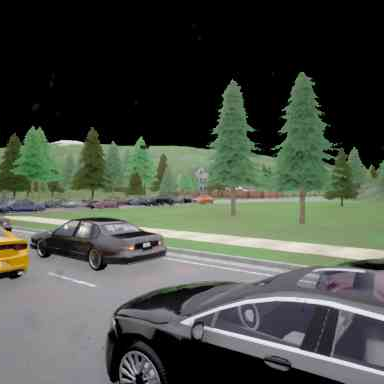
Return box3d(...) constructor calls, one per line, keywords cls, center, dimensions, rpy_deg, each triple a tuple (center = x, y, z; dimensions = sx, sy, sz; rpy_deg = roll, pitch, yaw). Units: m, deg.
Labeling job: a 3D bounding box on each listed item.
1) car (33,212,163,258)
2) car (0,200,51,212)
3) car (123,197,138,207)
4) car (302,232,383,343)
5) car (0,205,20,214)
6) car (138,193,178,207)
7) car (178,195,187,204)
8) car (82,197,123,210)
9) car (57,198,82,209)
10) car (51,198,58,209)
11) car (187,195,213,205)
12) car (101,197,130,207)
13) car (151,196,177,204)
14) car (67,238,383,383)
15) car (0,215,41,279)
box3d(cls="car", center=(-3.266, 1.547, 10.977), dimensions=(5.357, 1.411, 2.033), rpy_deg=(0, 0, 38))
box3d(cls="car", center=(-18.281, 1.548, 35.166), dimensions=(2.033, 1.411, 5.357), rpy_deg=(0, 0, 38))
box3d(cls="car", center=(-8.664, 1.563, 52.911), dimensions=(1.994, 1.385, 4.181), rpy_deg=(0, 0, 39))
box3d(cls="car", center=(4.161, 1.564, 5.220), dimensions=(4.181, 1.385, 1.994), rpy_deg=(0, 0, 38))
box3d(cls="car", center=(-11.250, 1.547, 17.120), dimensions=(5.357, 1.411, 2.033), rpy_deg=(0, 0, 38))
box3d(cls="car", center=(-5.183, 1.223, 51.683), dimensions=(2.150, 2.045, 5.566), rpy_deg=(0, 0, 39))
box3d(cls="car", center=(-1.700, 1.352, 61.648), dimensions=(2.097, 1.767, 4.553), rpy_deg=(0, 0, 39))
box3d(cls="car", center=(-11.642, 1.564, 43.577), dimensions=(1.994, 1.385, 4.181), rpy_deg=(0, 0, 38))
box3d(cls="car", center=(-15.106, 1.601, 44.829), dimensions=(1.895, 1.301, 4.718), rpy_deg=(0, 0, 38))
box3d(cls="car", center=(-18.430, 1.564, 46.270), dimensions=(1.994, 1.385, 4.181), rpy_deg=(0, 0, 39))
box3d(cls="car", center=(1.884, 1.351, 60.527), dimensions=(2.097, 1.767, 4.553), rpy_deg=(0, 0, 39))
box3d(cls="car", center=(-12.342, 1.564, 53.919), dimensions=(1.994, 1.385, 4.181), rpy_deg=(0, 0, 38))
box3d(cls="car", center=(-5.214, 1.477, 62.842), dimensions=(1.882, 1.535, 5.008), rpy_deg=(0, 0, 39))
box3d(cls="car", center=(1.195, 1.492, 3.099), dimensions=(4.902, 1.511, 2.128), rpy_deg=(0, 0, 38))
box3d(cls="car", center=(-6.275, 1.478, 8.883), dimensions=(5.008, 1.535, 1.882), rpy_deg=(0, 0, 38))
